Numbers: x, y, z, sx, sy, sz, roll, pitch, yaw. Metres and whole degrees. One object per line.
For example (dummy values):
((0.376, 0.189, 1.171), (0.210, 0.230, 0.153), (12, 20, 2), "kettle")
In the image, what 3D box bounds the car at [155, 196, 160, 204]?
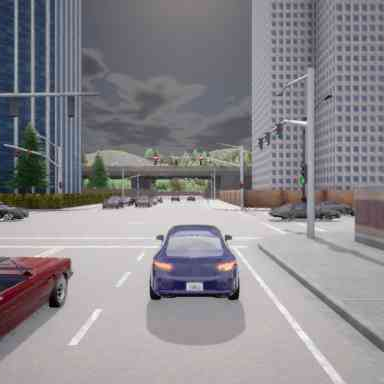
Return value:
((-7.222, 1.601, 58.819), (1.895, 1.301, 4.718), (0, 0, 0), "car")

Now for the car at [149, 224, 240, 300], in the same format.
((0.058, 1.526, 8.252), (1.812, 1.442, 4.674), (0, 0, 0), "car")

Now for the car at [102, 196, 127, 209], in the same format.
((-10.710, 1.352, 45.347), (2.097, 1.767, 4.553), (0, 0, 0), "car")

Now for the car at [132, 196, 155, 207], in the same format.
((-7.217, 1.352, 49.837), (2.097, 1.767, 4.553), (0, 0, 0), "car")

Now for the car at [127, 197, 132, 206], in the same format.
((-10.723, 1.491, 54.307), (2.128, 1.511, 4.902), (0, 0, 0), "car")

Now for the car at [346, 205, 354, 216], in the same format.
((16.215, 1.564, 29.966), (4.181, 1.385, 1.994), (0, 0, 0), "car")

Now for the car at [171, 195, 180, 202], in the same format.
((-3.684, 1.501, 74.519), (1.812, 1.442, 4.674), (0, 0, 0), "car")

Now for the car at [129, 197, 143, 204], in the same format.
((-10.706, 1.601, 63.530), (1.895, 1.301, 4.718), (0, 0, 0), "car")

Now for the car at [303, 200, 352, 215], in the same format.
((13.548, 1.564, 33.472), (4.181, 1.385, 1.994), (0, 0, 0), "car")

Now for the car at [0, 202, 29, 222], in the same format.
((-15.300, 1.505, 25.891), (4.892, 1.490, 1.837), (0, 0, -1), "car")

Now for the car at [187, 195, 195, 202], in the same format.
((-0.184, 1.477, 74.528), (1.837, 1.490, 4.892), (0, 0, 0), "car")

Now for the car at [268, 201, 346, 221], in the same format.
((8.796, 1.547, 26.271), (5.357, 1.411, 2.033), (0, 0, 0), "car")

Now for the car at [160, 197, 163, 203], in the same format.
((-7.169, 1.564, 68.866), (1.994, 1.385, 4.181), (0, 0, 0), "car")

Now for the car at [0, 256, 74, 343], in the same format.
((-3.452, 1.601, 4.982), (1.895, 1.301, 4.718), (0, 0, 0), "car")
